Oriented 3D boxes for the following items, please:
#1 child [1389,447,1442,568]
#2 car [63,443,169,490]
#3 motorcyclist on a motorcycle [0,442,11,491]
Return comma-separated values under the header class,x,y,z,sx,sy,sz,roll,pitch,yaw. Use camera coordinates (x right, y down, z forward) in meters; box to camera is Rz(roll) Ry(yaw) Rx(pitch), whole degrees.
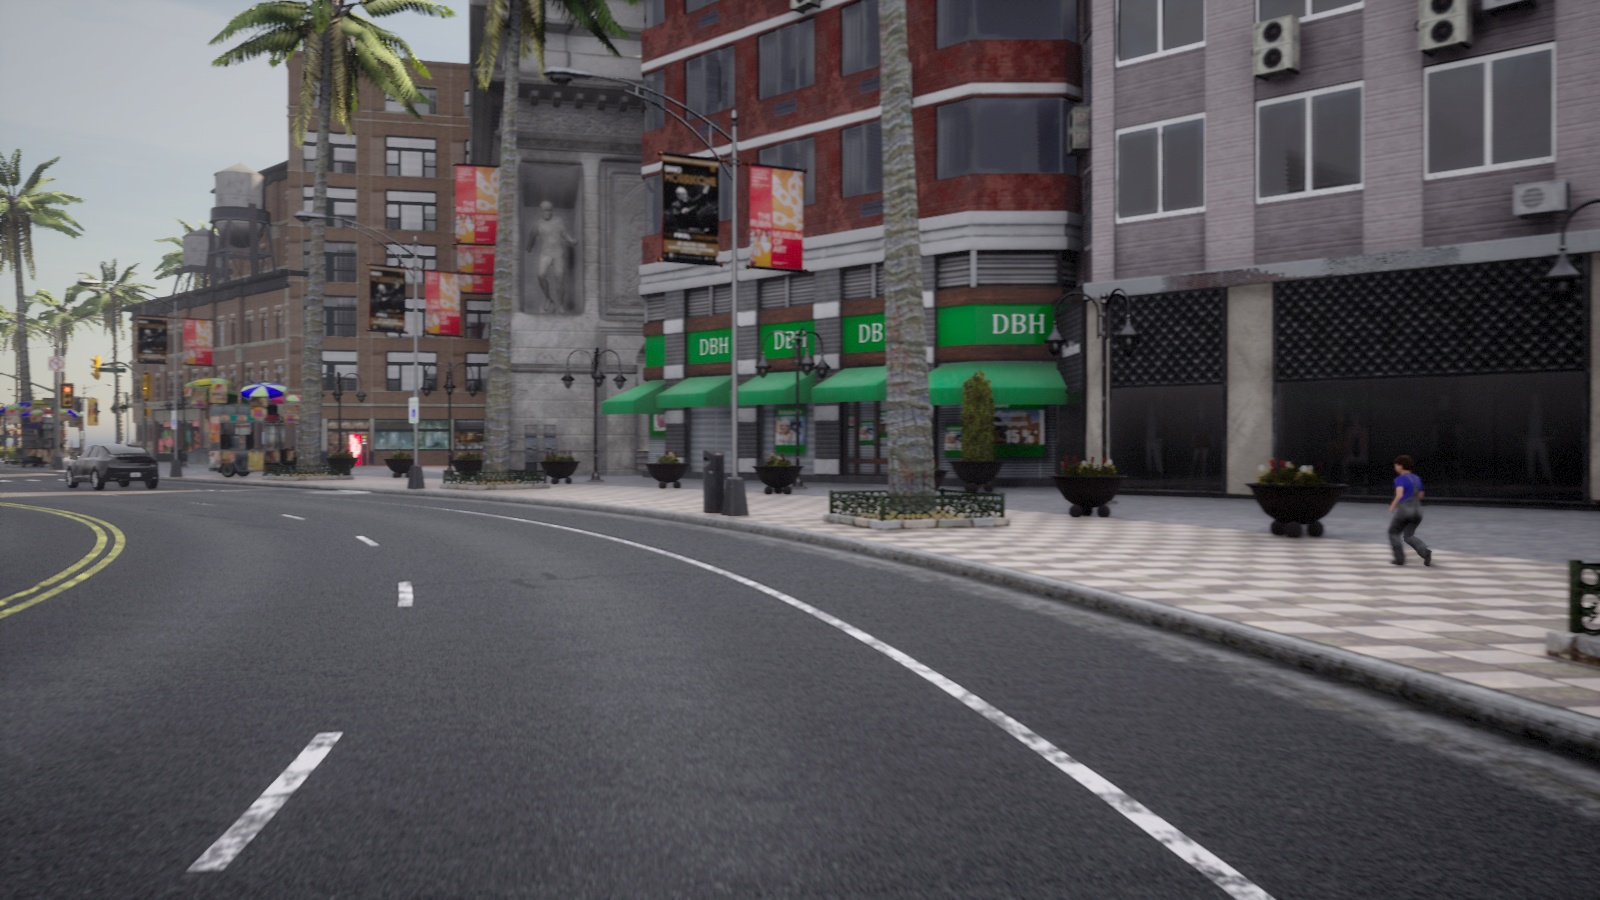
class,x,y,z,sx,sy,sz,roll,pitch,yaw
child,6.595,0.604,13.462,0.270,1.263,0.437,0,0,-20
car,-23.078,0.518,42.270,1.837,1.490,4.892,0,0,-45
motorcyclist on a motorcycle,-26.182,0.509,40.486,0.797,1.523,2.044,0,2,-45
